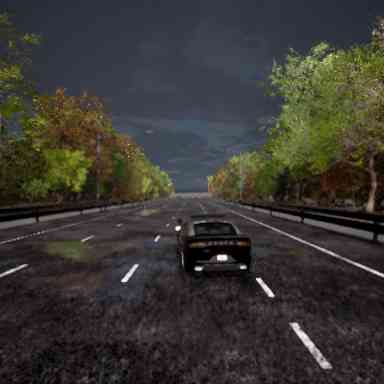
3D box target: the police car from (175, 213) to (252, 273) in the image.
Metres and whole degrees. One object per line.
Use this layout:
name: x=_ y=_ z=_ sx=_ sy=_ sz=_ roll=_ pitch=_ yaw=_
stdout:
police car: x=0.514 y=1.515 z=11.071 sx=1.930 sy=1.638 sz=5.238 roll=0 pitch=-1 yaw=-6
